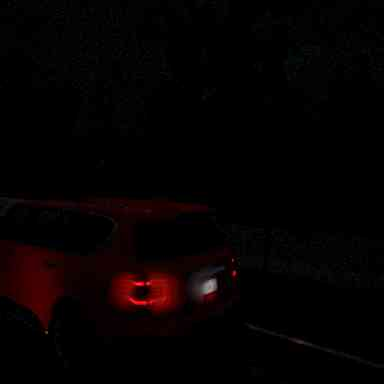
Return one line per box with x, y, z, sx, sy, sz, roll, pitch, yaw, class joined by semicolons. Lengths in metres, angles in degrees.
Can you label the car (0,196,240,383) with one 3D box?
-1.897;1.077;5.501;5.566;2.045;2.150;3;2;39;car
